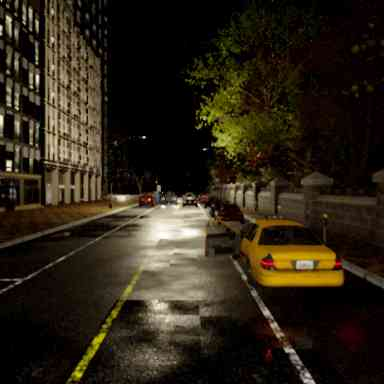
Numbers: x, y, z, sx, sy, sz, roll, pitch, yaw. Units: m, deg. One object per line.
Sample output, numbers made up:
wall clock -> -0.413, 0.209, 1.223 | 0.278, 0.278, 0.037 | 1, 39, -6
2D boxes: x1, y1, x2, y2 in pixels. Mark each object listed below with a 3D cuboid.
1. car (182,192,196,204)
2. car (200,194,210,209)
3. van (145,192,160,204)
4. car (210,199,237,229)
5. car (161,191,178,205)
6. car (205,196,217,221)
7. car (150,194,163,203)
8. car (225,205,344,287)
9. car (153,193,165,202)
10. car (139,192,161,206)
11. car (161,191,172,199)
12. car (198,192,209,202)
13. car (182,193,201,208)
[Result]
car -> -0.418, 0.876, 51.177 | 2.097, 1.767, 4.553 | 0, 1, -1
car -> 2.256, 1.209, 38.690 | 1.947, 1.339, 4.313 | 0, 1, -1
van -> -5.869, 0.878, 49.806 | 1.690, 1.788, 3.998 | 0, 1, -1
car -> 2.406, 1.379, 22.042 | 1.802, 1.307, 4.206 | 0, 1, -1
car -> -3.141, 0.913, 47.138 | 2.097, 1.767, 4.553 | 0, 1, 0
car -> 2.356, 1.312, 27.591 | 1.947, 1.339, 4.313 | 0, 1, -1
car -> -5.919, 1.066, 55.349 | 1.802, 1.307, 4.206 | 0, 1, -1
car -> 2.180, 1.373, 9.049 | 1.801, 1.575, 5.366 | 0, 1, 0
car -> -5.967, 0.957, 60.718 | 1.752, 1.417, 4.829 | 0, 1, -1
car -> -5.819, 0.905, 44.265 | 2.192, 1.841, 5.009 | 0, 1, -1
car -> -5.974, 0.585, 77.508 | 2.192, 1.841, 5.009 | 0, 1, -1
car -> 2.056, 0.871, 60.886 | 1.967, 1.590, 4.097 | 0, 1, -1
car -> -0.240, 1.170, 40.868 | 2.033, 1.411, 5.357 | 0, 1, 0
